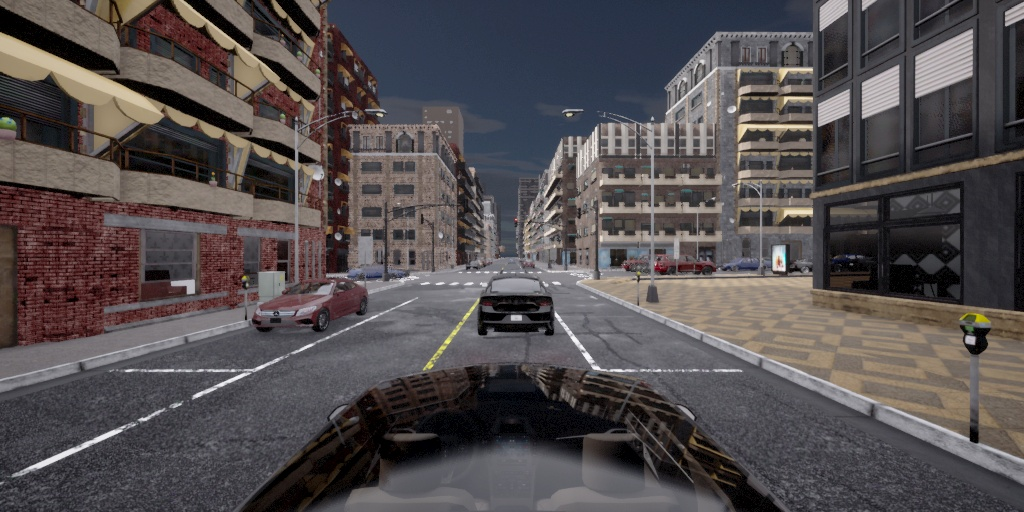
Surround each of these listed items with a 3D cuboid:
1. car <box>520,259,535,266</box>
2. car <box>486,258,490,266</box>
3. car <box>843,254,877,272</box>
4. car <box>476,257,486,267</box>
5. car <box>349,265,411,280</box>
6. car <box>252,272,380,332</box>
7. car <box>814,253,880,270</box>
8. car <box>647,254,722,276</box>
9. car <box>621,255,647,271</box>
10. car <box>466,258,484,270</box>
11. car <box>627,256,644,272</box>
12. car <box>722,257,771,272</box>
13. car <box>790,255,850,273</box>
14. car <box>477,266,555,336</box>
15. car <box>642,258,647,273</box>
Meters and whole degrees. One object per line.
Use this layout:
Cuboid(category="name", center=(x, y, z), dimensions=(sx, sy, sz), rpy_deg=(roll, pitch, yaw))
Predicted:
Cuboid(category="car", center=(2.691, 1.207, 58.513), dimensions=(1.967, 1.591, 4.097), rpy_deg=(0, 0, 0))
Cuboid(category="car", center=(-5.689, 1.086, 64.194), dimensions=(2.192, 1.841, 5.009), rpy_deg=(0, 0, 0))
Cuboid(category="car", center=(31.351, 0.717, 30.930), dimensions=(4.313, 1.339, 1.948), rpy_deg=(0, 0, 0))
Cuboid(category="car", center=(-5.690, 1.293, 58.342), dimensions=(1.751, 1.417, 4.829), rpy_deg=(0, 0, 0))
Cuboid(category="car", center=(-12.246, 1.503, 33.140), dimensions=(5.357, 1.411, 2.033), rpy_deg=(-1, 0, 0))
Cuboid(category="car", center=(-5.742, 1.332, 10.806), dimensions=(1.802, 1.307, 4.207), rpy_deg=(0, 0, 0))
Cuboid(category="car", center=(34.277, 0.562, 36.734), dimensions=(5.008, 1.535, 1.882), rpy_deg=(-1, 0, 0))
Cuboid(category="car", center=(14.710, 0.778, 30.785), dimensions=(5.009, 1.841, 2.192), rpy_deg=(0, 0, 0))
Cuboid(category="car", center=(14.575, 0.764, 39.164), dimensions=(5.009, 1.841, 2.192), rpy_deg=(0, 0, 0))
Cuboid(category="car", center=(-5.689, 1.330, 52.829), dimensions=(1.948, 1.339, 4.313), rpy_deg=(0, 0, 0))
Cuboid(category="car", center=(14.446, 1.021, 36.572), dimensions=(4.181, 1.385, 1.994), rpy_deg=(-1, 0, -1))
Cuboid(category="car", center=(23.841, 0.829, 36.654), dimensions=(5.357, 1.411, 2.033), rpy_deg=(-1, 0, -1))
Cuboid(category="car", center=(25.803, 0.822, 30.881), dimensions=(4.313, 1.339, 1.948), rpy_deg=(0, 0, 0))
Cuboid(category="car", center=(0.099, 1.227, 10.465), dimensions=(1.882, 1.535, 5.008), rpy_deg=(0, 0, 0))
Cuboid(category="car", center=(14.832, 1.020, 33.377), dimensions=(4.181, 1.385, 1.994), rpy_deg=(-1, 0, -1))
